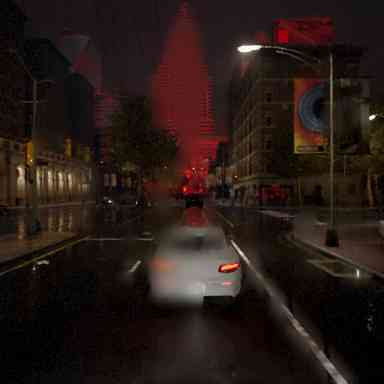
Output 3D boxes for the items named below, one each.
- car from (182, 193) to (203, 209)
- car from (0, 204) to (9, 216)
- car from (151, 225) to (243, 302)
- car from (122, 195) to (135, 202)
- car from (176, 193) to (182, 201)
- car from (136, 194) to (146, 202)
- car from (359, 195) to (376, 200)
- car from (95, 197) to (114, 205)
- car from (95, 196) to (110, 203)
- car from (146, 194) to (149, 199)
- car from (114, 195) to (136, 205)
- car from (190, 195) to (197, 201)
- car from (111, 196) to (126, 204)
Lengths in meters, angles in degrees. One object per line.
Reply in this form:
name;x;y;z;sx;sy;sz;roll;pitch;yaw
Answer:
car;0.334;1.210;45.650;2.150;2.045;5.566;0;0;3
car;-19.047;1.345;29.973;4.553;1.767;2.097;0;0;-2
car;0.115;1.524;8.149;1.812;1.442;4.674;0;0;1
car;-14.633;1.459;76.772;1.882;1.535;5.008;0;0;0
car;-3.085;1.197;86.476;2.150;2.045;5.566;0;0;0
car;-11.201;1.531;66.567;2.033;1.411;5.357;0;0;1
car;34.771;1.464;68.044;2.231;1.521;4.892;0;0;0
car;-14.812;1.533;56.819;2.033;1.411;5.357;0;0;0
car;-17.930;1.578;66.904;1.895;1.301;4.718;0;0;0
car;-11.132;1.336;76.787;2.097;1.767;4.553;0;0;0
car;-11.313;1.464;56.753;1.882;1.535;5.008;0;0;0
car;0.415;1.472;86.429;1.837;1.490;4.892;0;0;0
car;-14.699;1.488;66.358;1.837;1.490;4.892;0;0;1
